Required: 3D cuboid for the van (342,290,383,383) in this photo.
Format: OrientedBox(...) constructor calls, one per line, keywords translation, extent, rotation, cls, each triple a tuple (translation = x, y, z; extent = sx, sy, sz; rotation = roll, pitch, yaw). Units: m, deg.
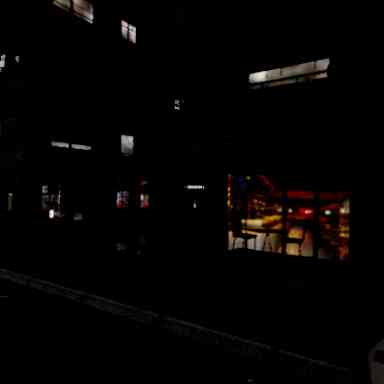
OrientedBox(translation=(2.563, 1.350, 1.031), extent=(3.998, 1.788, 1.690), rotation=(0, 1, 35), cls="van")
